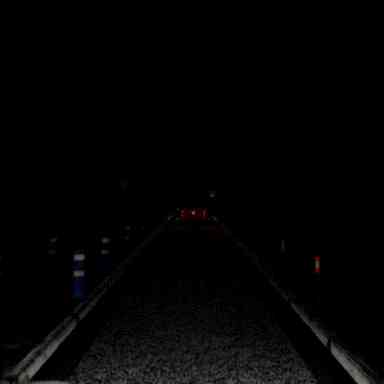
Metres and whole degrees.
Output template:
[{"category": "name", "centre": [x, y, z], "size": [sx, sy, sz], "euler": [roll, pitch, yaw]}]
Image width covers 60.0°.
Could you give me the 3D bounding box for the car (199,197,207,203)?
[{"category": "car", "centre": [3.008, 2.208, 92.260], "size": [2.231, 1.521, 4.892], "euler": [0, 0, 0]}]

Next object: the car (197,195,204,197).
[{"category": "car", "centre": [3.007, 2.164, 86.613], "size": [2.231, 1.521, 4.892], "euler": [0, 0, 0]}]

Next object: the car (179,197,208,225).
[{"category": "car", "centre": [0.103, 1.505, 25.593], "size": [2.097, 1.767, 4.553], "euler": [0, 0, 0]}]

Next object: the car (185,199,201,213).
[{"category": "car", "centre": [0.105, 1.769, 42.951], "size": [1.882, 1.535, 5.008], "euler": [0, -1, 0]}]
